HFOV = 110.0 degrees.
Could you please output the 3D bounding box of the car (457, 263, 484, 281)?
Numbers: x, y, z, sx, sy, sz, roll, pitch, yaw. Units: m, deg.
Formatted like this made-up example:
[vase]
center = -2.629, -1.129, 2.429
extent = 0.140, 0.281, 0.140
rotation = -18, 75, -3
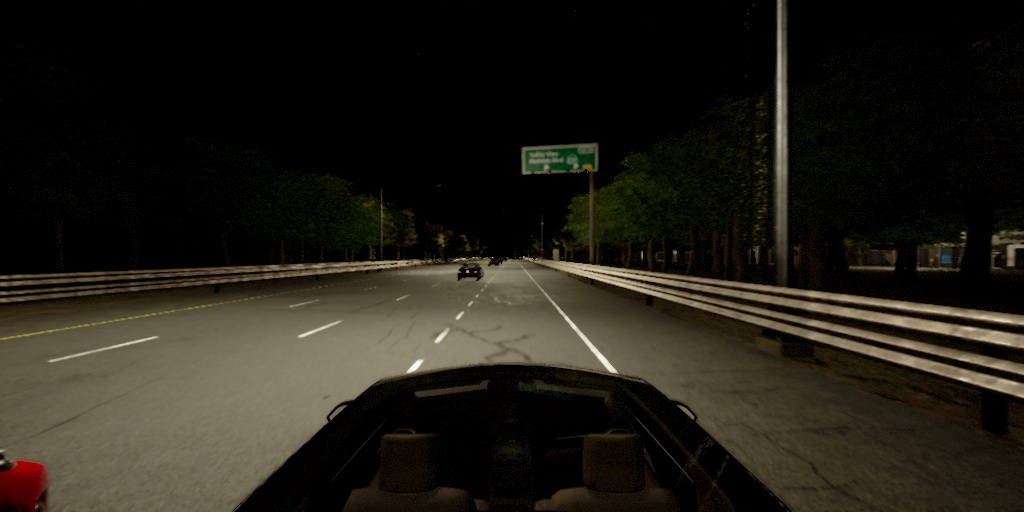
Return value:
[car]
center = -3.467, 1.293, 30.485
extent = 2.033, 1.411, 5.357
rotation = 0, 0, 0
